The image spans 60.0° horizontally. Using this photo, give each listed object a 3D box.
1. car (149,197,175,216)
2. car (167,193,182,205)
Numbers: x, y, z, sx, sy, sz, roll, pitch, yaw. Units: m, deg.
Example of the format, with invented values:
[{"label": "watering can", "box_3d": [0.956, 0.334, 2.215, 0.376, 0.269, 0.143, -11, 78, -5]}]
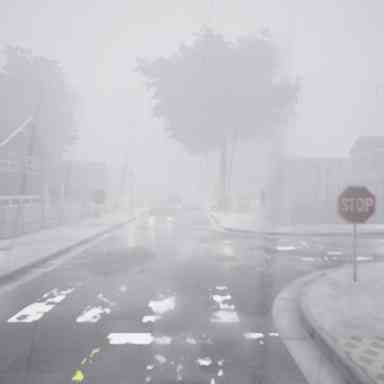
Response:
[{"label": "car", "box_3d": [-2.889, 1.490, 31.894, 1.812, 1.442, 4.674, 0, 0, 0]}, {"label": "car", "box_3d": [-2.874, 1.158, 55.576, 2.150, 2.045, 5.566, 0, 0, 1]}]
